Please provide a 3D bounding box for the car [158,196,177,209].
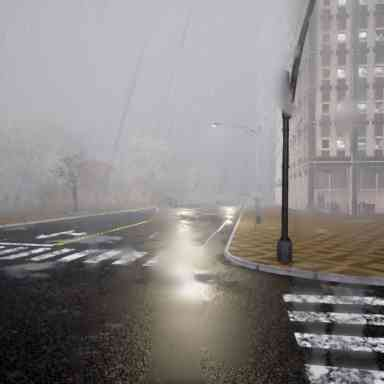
[{"bbox_3d":[-3.994,1.680,55.013,2.150,2.045,5.566,1,-1,10],"label":"car"}]
